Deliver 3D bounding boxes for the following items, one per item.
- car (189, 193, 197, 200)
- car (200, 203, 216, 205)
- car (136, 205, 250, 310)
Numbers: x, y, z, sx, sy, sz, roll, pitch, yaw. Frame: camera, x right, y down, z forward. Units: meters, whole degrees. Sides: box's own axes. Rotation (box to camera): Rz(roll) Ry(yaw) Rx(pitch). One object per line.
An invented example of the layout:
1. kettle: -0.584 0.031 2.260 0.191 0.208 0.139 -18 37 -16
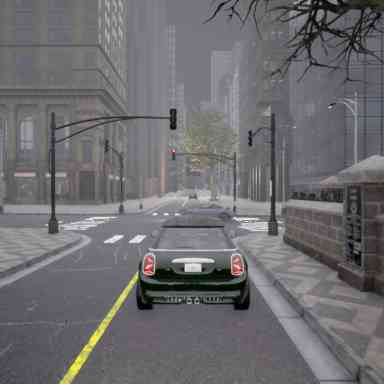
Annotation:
1. car: 0.243 0.937 81.241 2.097 1.767 4.553 0 1 0
2. car: 0.999 1.557 26.076 4.181 1.385 1.994 0 0 1
3. car: 0.035 1.352 7.982 2.097 1.767 4.553 0 0 0
